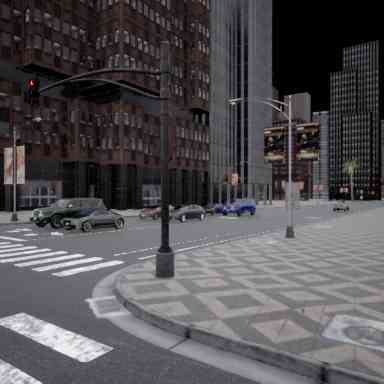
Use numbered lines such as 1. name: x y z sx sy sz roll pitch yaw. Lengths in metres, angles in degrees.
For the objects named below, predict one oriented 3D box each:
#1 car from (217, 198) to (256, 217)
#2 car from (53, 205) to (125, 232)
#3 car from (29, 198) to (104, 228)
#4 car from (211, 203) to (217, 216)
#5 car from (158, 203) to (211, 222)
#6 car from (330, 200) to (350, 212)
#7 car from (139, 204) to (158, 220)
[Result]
1. car: 5.586 1.755 38.989 2.150 2.045 5.566 0 -1 35
2. car: -6.475 1.795 21.921 1.994 1.385 4.181 0 -1 35
3. car: -8.798 1.457 24.268 2.150 2.045 5.566 0 -1 35
4. car: 2.773 2.074 40.648 2.033 1.411 5.357 0 -1 35
5. car: -0.578 1.884 30.272 1.837 1.490 4.892 0 -1 35
6. car: 24.169 2.429 53.704 2.033 1.411 5.357 0 -1 34
7. car: -3.104 1.904 32.349 1.812 1.442 4.674 0 -1 35
